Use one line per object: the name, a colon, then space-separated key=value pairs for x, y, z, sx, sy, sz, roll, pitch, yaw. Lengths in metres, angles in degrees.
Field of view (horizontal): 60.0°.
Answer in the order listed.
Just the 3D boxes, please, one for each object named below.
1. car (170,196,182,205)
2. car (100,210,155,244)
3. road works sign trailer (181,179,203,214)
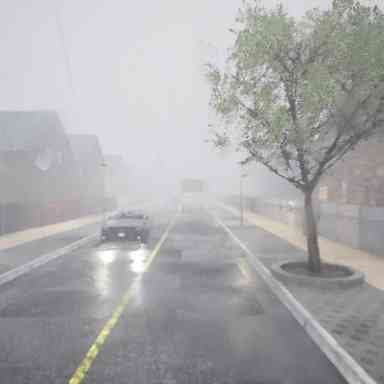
car: x=-2.788 y=1.507 z=57.265 sx=1.837 sy=1.490 sz=4.892 roll=0 pitch=0 yaw=1
car: x=-2.848 y=1.525 z=15.374 sx=1.994 sy=1.385 sz=4.181 roll=0 pitch=0 yaw=0
road works sign trailer: x=0.009 y=0.421 z=35.335 sx=2.380 sy=3.560 sz=2.880 roll=0 pitch=0 yaw=0
